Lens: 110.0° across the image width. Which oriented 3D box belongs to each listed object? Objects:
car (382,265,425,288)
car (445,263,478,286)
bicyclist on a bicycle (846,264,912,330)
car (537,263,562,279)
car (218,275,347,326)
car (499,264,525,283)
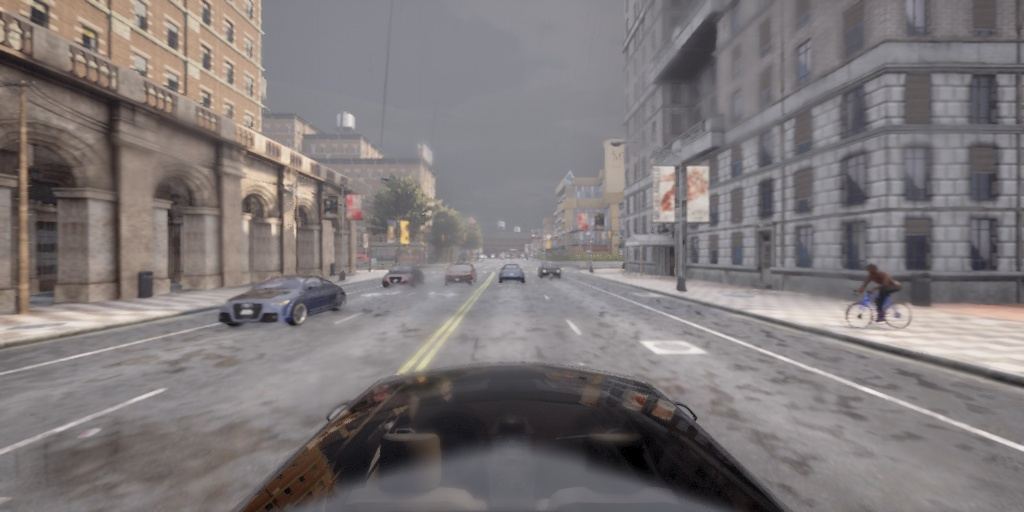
[{"bbox_3d":[-7.185,1.331,24.093,1.994,1.385,4.181,0,0,0],"label":"car"},{"bbox_3d":[-3.591,1.271,25.950,1.882,1.535,5.008,0,0,0],"label":"car"},{"bbox_3d":[9.059,1.021,8.858,1.656,1.620,0.582,0,0,0],"label":"bicyclist on a bicycle"},{"bbox_3d":[3.363,1.333,32.786,1.895,1.301,4.718,0,0,0],"label":"car"},{"bbox_3d":[-7.132,1.334,11.647,1.994,1.385,4.181,0,0,0],"label":"car"},{"bbox_3d":[-0.032,1.308,28.193,1.994,1.385,4.181,0,0,-1],"label":"car"}]
